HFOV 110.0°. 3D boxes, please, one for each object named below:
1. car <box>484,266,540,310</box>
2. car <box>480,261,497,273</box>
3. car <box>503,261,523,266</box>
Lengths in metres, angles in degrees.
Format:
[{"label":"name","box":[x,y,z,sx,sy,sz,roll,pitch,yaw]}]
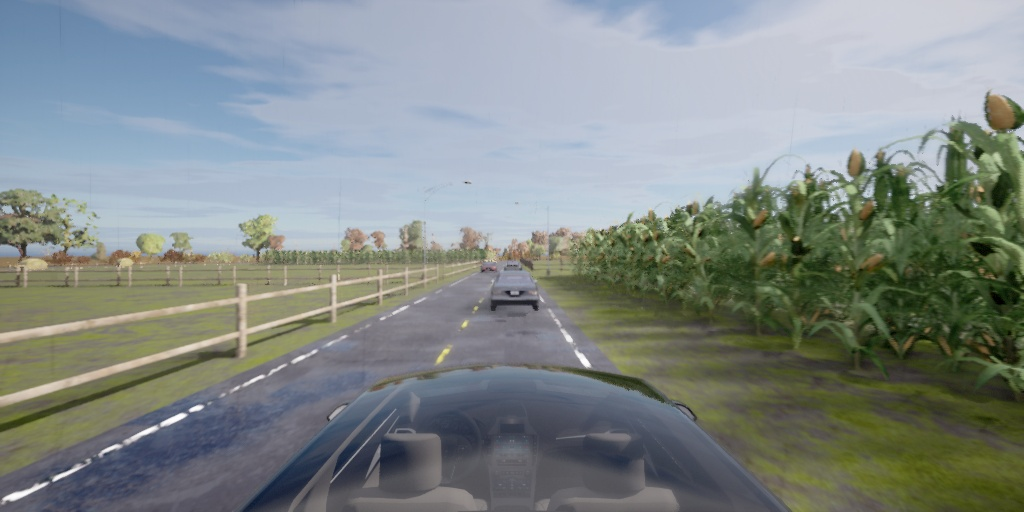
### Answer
[{"label":"car","box":[0.099,1.300,14.688,2.033,1.411,5.357,0,0,0]},{"label":"car","box":[-2.753,1.326,43.811,1.994,1.385,4.181,0,0,0]},{"label":"car","box":[0.096,1.251,36.715,2.128,1.511,4.902,0,0,0]}]
